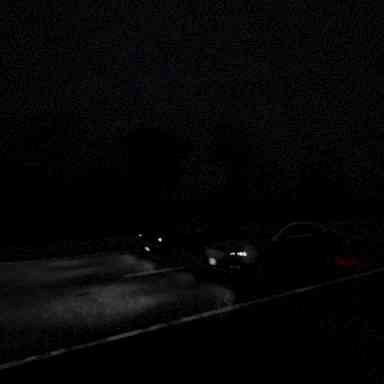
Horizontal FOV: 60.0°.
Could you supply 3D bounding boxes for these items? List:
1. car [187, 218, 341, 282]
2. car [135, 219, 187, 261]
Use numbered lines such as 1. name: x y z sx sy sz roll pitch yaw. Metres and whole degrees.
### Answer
1. car: 2.548 1.575 10.097 4.902 1.511 2.128 1 0 -35
2. car: 0.272 1.680 12.773 4.718 1.301 1.895 1 0 -35
